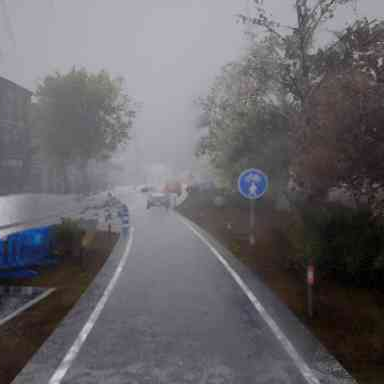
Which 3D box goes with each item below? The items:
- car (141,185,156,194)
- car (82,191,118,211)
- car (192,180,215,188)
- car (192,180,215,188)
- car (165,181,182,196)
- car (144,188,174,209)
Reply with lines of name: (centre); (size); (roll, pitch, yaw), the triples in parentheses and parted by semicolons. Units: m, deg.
car: (-6.916, -0.445, 53.273); (1.895, 1.301, 4.718); (0, 3, 1)
car: (-7.413, 0.707, 27.201); (1.837, 1.490, 4.892); (0, 3, 1)
car: (3.018, -1.959, 85.119); (5.566, 2.045, 2.435); (0, 1, -21)
car: (2.924, -2.023, 88.045); (5.566, 2.045, 2.435); (0, 2, -21)
car: (-2.623, -0.531, 46.987); (2.150, 2.045, 5.566); (0, 3, 1)
car: (-2.768, 0.648, 28.709); (1.812, 1.442, 4.674); (0, 3, -1)
